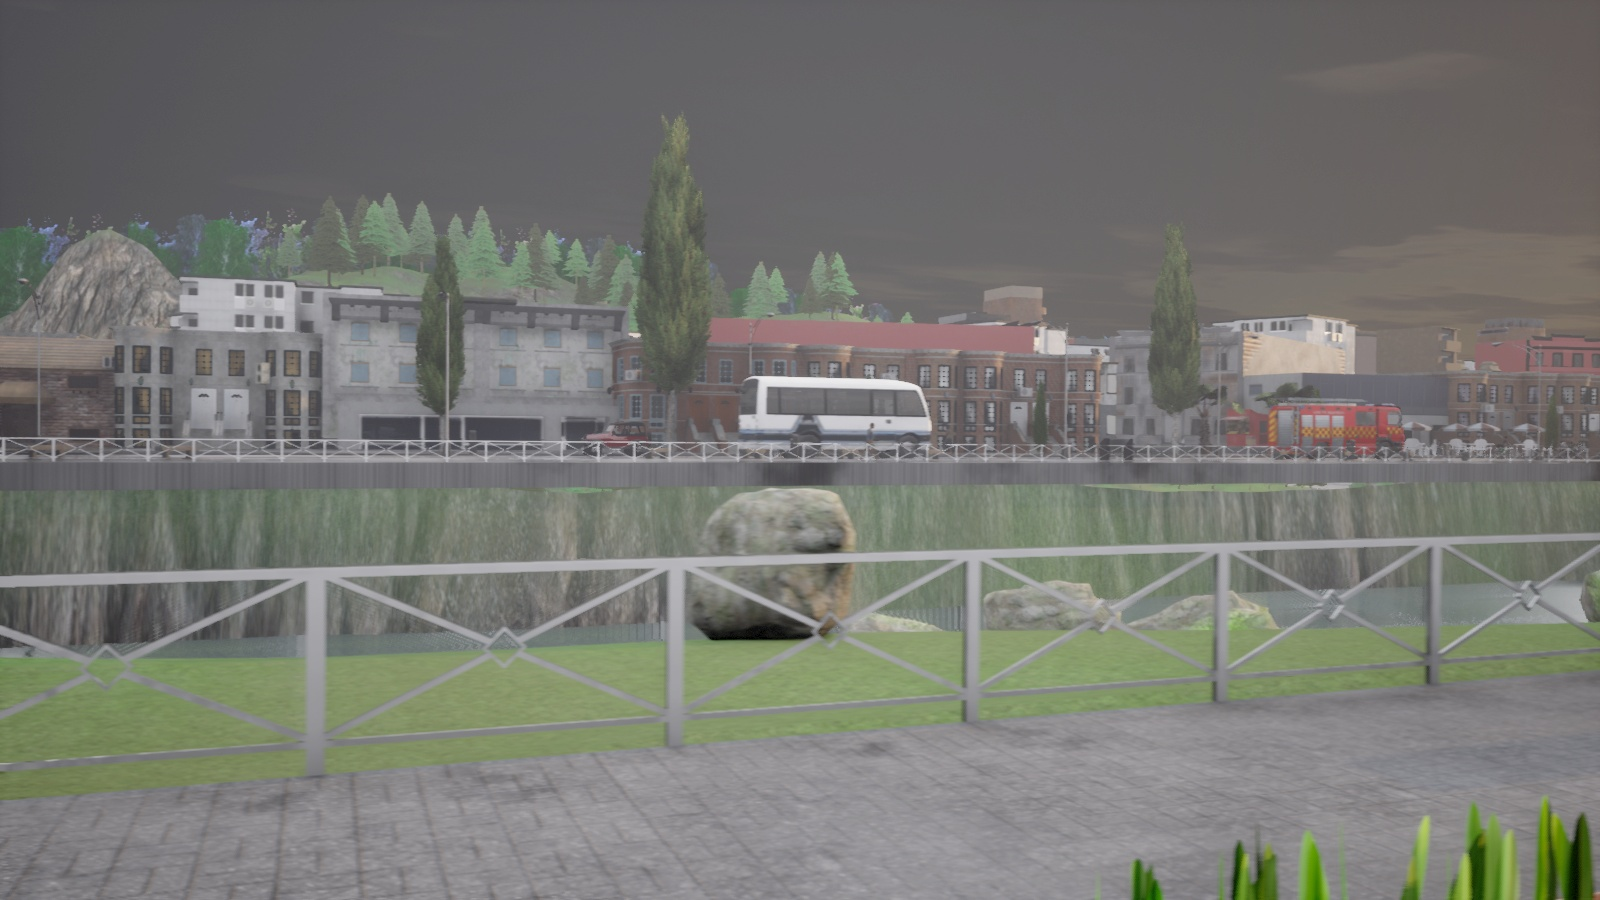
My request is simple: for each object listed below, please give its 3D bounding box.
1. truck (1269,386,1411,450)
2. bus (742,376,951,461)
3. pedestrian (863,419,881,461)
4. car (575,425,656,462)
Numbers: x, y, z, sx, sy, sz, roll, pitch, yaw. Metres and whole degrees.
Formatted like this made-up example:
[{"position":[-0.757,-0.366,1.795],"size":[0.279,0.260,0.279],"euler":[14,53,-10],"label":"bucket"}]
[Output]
[{"position":[33.660,-2.003,78.221],"size":[8.468,3.827,2.891],"euler":[-1,1,-21],"label":"truck"},{"position":[2.455,-1.685,66.362],"size":[10.273,4.253,3.944],"euler":[-1,1,-21],"label":"bus"},{"position":[3.312,-0.469,57.847],"size":[0.788,1.949,0.423],"euler":[-1,1,-2],"label":"pedestrian"},{"position":[-9.721,-0.375,66.027],"size":[3.866,1.878,1.905],"euler":[-1,1,-21],"label":"car"}]
